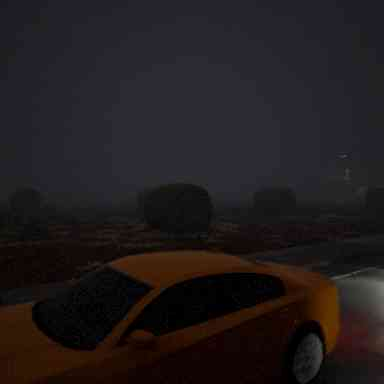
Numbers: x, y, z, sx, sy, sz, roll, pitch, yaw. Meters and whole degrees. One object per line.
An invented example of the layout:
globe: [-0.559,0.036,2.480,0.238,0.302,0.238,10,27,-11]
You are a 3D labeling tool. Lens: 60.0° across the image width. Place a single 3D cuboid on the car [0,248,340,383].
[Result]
car: [-0.380,1.475,3.735,5.008,1.535,1.882,0,0,-35]
